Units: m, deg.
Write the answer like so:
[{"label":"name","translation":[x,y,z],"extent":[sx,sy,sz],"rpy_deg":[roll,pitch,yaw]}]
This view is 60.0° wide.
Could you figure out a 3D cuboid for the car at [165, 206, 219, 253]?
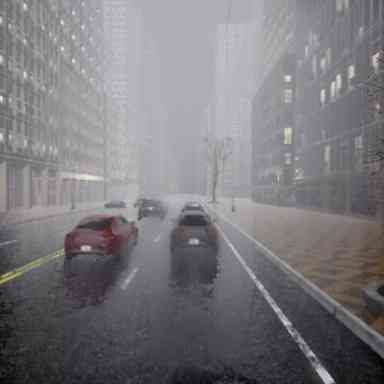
[{"label":"car","translation":[0.085,1.520,13.585],"extent":[1.812,1.442,4.674],"rpy_deg":[0,0,0]}]

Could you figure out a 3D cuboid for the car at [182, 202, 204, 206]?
[{"label":"car","translation":[0.081,1.556,28.635],"extent":[1.994,1.385,4.181],"rpy_deg":[0,0,0]}]

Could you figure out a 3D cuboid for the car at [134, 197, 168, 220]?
[{"label":"car","translation":[-3.172,1.344,27.793],"extent":[2.097,1.767,4.553],"rpy_deg":[0,0,0]}]

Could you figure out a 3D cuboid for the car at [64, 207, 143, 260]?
[{"label":"car","translation":[-3.168,1.520,12.284],"extent":[1.812,1.442,4.674],"rpy_deg":[0,0,0]}]

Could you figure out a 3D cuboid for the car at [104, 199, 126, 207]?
[{"label":"car","translation":[-9.847,1.598,42.858],"extent":[1.895,1.301,4.718],"rpy_deg":[0,0,0]}]
